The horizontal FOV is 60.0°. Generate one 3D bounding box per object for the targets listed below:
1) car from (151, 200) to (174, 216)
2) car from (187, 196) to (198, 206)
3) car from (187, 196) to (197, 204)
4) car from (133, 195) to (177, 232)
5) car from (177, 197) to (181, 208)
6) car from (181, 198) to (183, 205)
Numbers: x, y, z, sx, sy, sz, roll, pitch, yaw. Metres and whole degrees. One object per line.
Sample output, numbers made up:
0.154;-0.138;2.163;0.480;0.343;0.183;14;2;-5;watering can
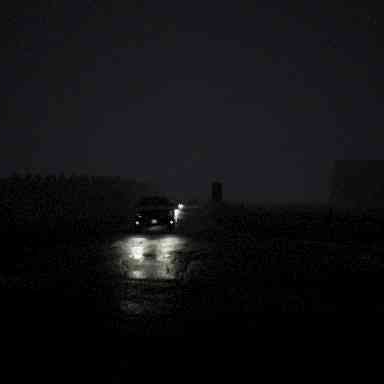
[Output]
-2.836;1.553;32.830;1.994;1.385;4.181;0;0;0;car
0.114;1.507;55.586;2.128;1.511;4.902;0;0;0;car
0.021;1.582;67.436;2.033;1.411;5.357;0;0;0;car
-2.338;1.209;20.288;2.150;2.045;5.566;0;0;-7;car
-2.829;1.601;45.201;1.895;1.301;4.718;0;0;0;car
-2.737;1.624;61.232;1.895;1.301;4.718;0;0;0;car
